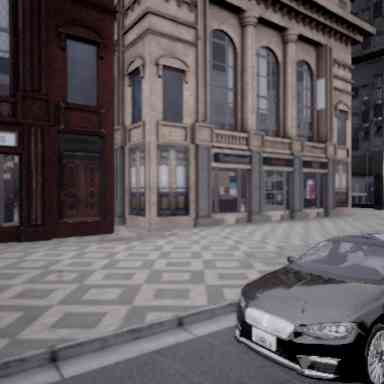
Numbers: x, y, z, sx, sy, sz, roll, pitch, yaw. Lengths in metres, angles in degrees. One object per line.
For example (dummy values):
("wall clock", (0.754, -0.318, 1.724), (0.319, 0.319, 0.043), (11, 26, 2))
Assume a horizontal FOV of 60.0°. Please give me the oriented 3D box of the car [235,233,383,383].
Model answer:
("car", (2.850, 1.489, 5.395), (4.902, 1.511, 2.128), (0, 0, -35))
